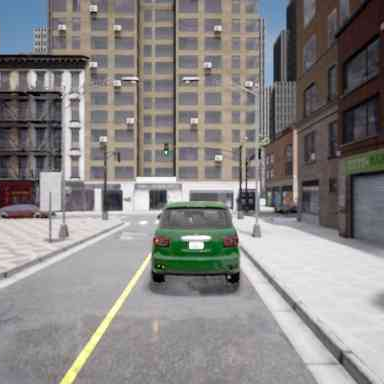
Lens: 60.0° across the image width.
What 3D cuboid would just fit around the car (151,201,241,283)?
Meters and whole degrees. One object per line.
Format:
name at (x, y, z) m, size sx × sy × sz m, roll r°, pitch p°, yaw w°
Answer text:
car at (0.096, 1.276, 9.906) m, size 2.150 × 2.045 × 5.566 m, roll 0°, pitch 0°, yaw 0°

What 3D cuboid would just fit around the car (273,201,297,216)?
car at (11.030, 1.623, 33.742) m, size 5.357 × 1.411 × 2.033 m, roll -1°, pitch 0°, yaw -1°

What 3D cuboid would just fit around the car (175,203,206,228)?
car at (-0.233, 1.637, 24.612) m, size 1.837 × 1.490 × 4.892 m, roll 0°, pitch 0°, yaw -6°

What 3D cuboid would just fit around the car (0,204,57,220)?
car at (-15.217, 1.821, 30.234) m, size 5.357 × 1.411 × 2.033 m, roll 0°, pitch 0°, yaw 3°
